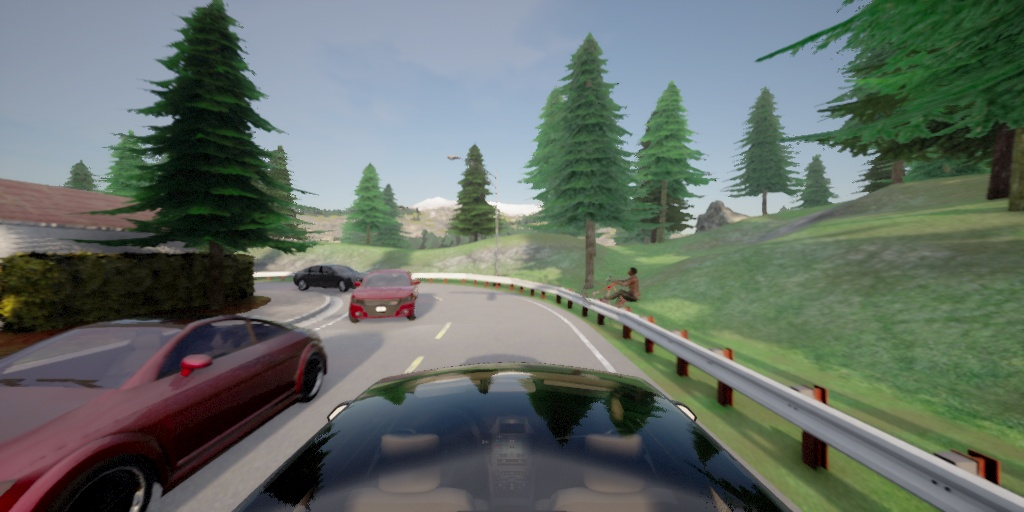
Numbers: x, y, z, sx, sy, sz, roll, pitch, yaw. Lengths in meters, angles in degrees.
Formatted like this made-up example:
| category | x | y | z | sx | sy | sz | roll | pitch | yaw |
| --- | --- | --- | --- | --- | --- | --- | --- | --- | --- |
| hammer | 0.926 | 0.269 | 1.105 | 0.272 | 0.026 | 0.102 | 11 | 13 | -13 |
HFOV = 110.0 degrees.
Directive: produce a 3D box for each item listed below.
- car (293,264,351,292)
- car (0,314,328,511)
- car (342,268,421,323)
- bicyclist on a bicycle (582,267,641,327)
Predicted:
| category | x | y | z | sx | sy | sz | roll | pitch | yaw |
| --- | --- | --- | --- | --- | --- | --- | --- | --- | --- |
| car | -10.333 | 1.236 | 20.835 | 4.892 | 1.490 | 1.837 | 0 | 0 | 19 |
| car | -3.653 | 1.322 | 3.546 | 1.994 | 1.385 | 4.181 | 0 | 0 | -1 |
| car | -4.239 | 1.208 | 12.447 | 1.882 | 1.535 | 5.008 | 0 | 0 | -14 |
| bicyclist on a bicycle | 2.943 | 1.051 | 9.903 | 1.656 | 1.620 | 0.582 | 45 | 16 | 16 |
